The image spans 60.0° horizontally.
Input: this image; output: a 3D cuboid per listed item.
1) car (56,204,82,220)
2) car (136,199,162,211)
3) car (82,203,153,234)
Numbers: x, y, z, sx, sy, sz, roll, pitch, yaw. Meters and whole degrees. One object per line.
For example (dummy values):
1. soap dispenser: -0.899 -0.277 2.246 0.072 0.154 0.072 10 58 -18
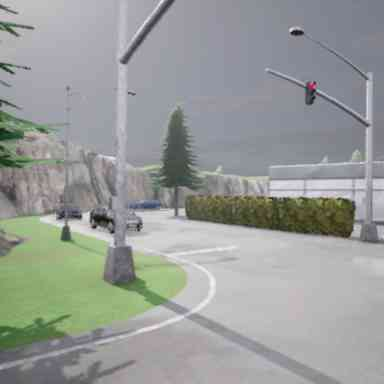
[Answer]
1. car: -10.694 1.695 28.786 1.895 1.301 4.718 1 0 -25
2. car: -6.231 1.722 44.370 1.882 1.535 5.008 0 -1 45
3. car: -4.678 1.584 20.194 2.128 1.511 4.902 1 0 -36
